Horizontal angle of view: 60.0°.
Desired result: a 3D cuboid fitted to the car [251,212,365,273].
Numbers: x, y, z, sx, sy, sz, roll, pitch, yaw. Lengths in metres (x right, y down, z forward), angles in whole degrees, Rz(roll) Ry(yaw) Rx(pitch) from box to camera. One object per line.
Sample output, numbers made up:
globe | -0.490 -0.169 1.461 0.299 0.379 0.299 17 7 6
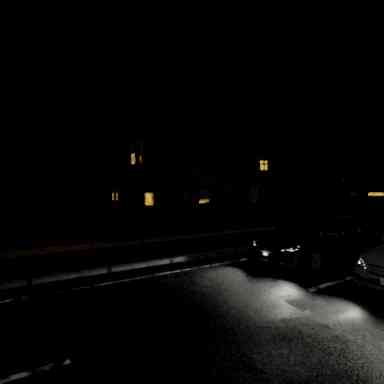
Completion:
car | 3.981 1.428 10.515 4.892 1.490 1.837 -1 0 -35

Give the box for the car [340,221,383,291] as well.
car | 5.649 1.451 7.713 4.674 1.442 1.812 -1 0 -36
